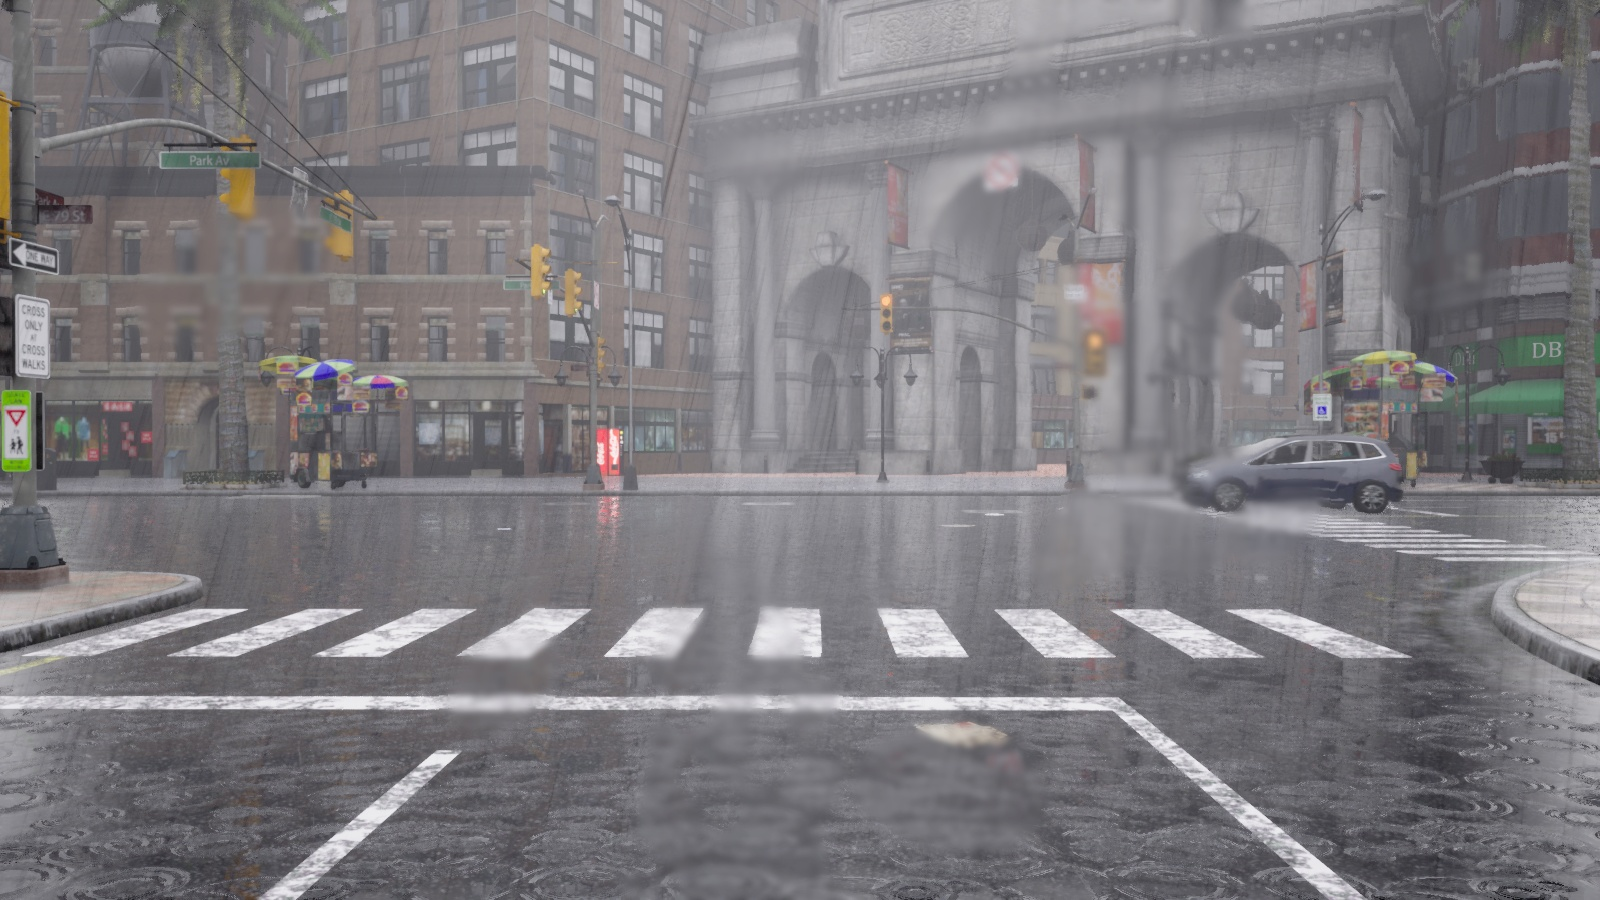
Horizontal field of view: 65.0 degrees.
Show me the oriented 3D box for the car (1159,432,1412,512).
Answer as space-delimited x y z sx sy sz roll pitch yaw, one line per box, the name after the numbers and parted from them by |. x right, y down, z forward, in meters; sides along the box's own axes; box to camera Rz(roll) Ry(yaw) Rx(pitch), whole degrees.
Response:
10.398 0.446 27.181 4.611 1.667 2.242 0 0 1 | car
